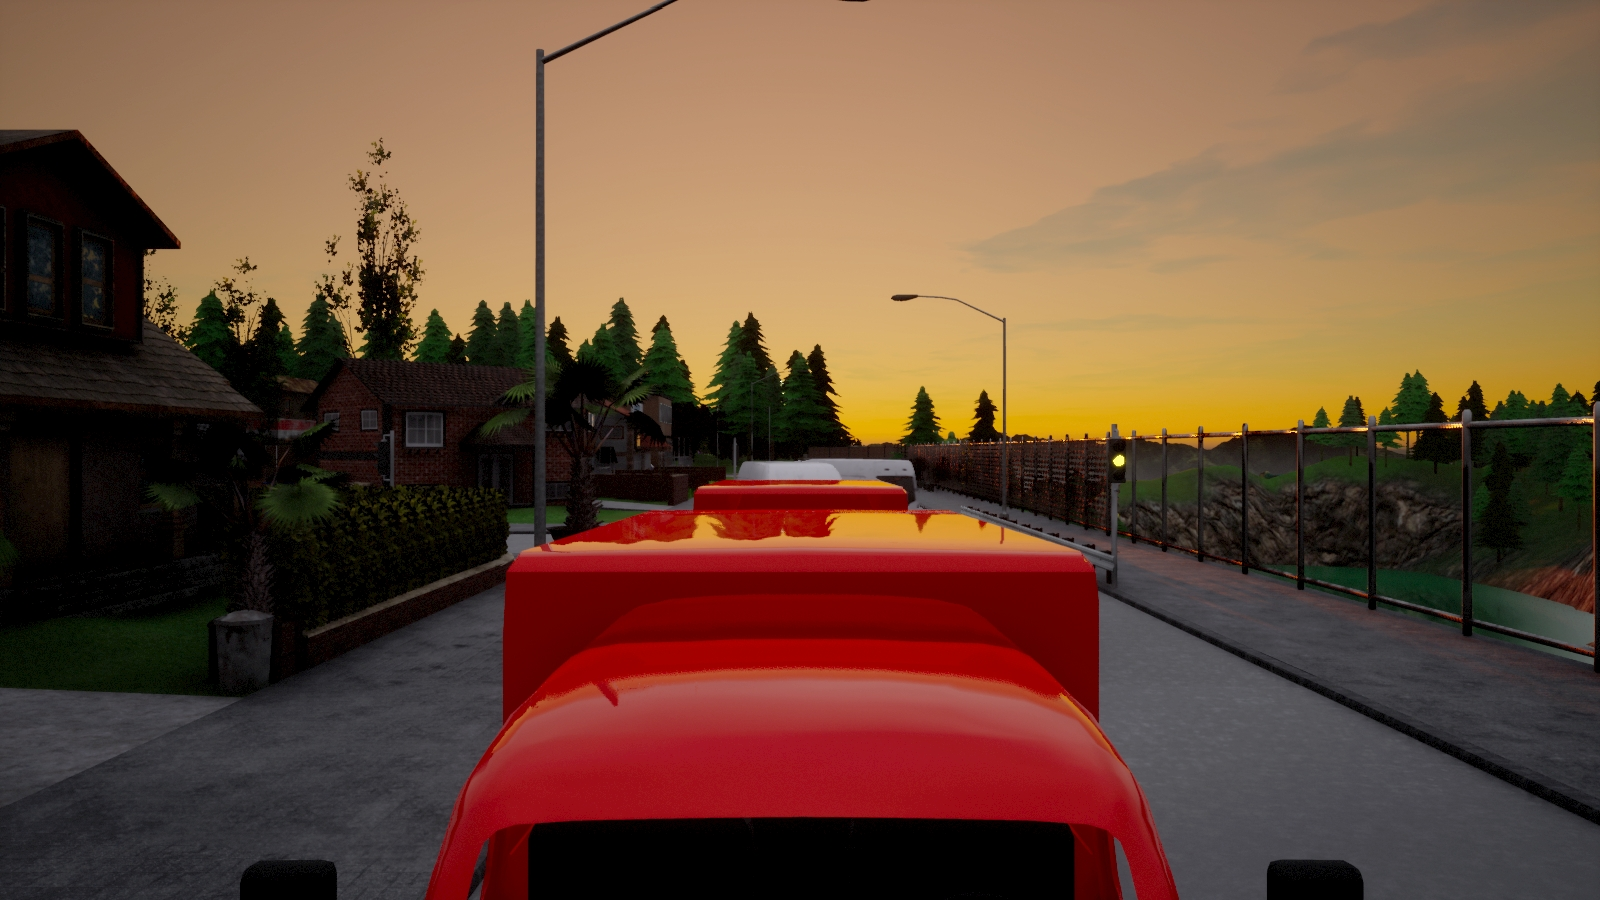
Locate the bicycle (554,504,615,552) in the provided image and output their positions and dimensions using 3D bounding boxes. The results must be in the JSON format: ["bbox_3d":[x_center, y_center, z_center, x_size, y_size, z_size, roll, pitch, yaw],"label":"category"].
[{"bbox_3d":[-6.027,2.170,32.019,1.487,1.276,0.859,0,0,8],"label":"bicycle"}]

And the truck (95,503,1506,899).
[{"bbox_3d":[-0.001,1.570,4.728,2.627,2.467,5.204,0,0,0],"label":"truck"}]
